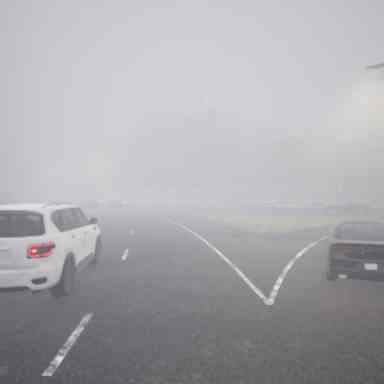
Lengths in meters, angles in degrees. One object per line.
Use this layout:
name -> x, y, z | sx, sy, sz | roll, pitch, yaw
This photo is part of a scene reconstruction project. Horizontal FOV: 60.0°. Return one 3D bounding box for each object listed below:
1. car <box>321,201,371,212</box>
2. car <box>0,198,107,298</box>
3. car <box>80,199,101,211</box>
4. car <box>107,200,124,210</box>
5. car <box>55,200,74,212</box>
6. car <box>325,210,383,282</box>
car -> 16.743, 1.698, 36.410 | 4.718, 1.301, 1.895 | 0, 0, 8
car -> -3.883, 1.294, 8.760 | 2.150, 2.045, 5.566 | 0, 0, -5
car -> -14.676, 1.830, 47.879 | 1.882, 1.535, 5.008 | 0, 0, -29
car -> -11.524, 1.865, 49.403 | 1.812, 1.442, 4.674 | 0, 0, -29
car -> -17.869, 1.872, 46.431 | 1.837, 1.490, 4.892 | 0, 0, -29
car -> 4.937, 1.497, 9.581 | 1.882, 1.535, 5.008 | -1, 0, 24
